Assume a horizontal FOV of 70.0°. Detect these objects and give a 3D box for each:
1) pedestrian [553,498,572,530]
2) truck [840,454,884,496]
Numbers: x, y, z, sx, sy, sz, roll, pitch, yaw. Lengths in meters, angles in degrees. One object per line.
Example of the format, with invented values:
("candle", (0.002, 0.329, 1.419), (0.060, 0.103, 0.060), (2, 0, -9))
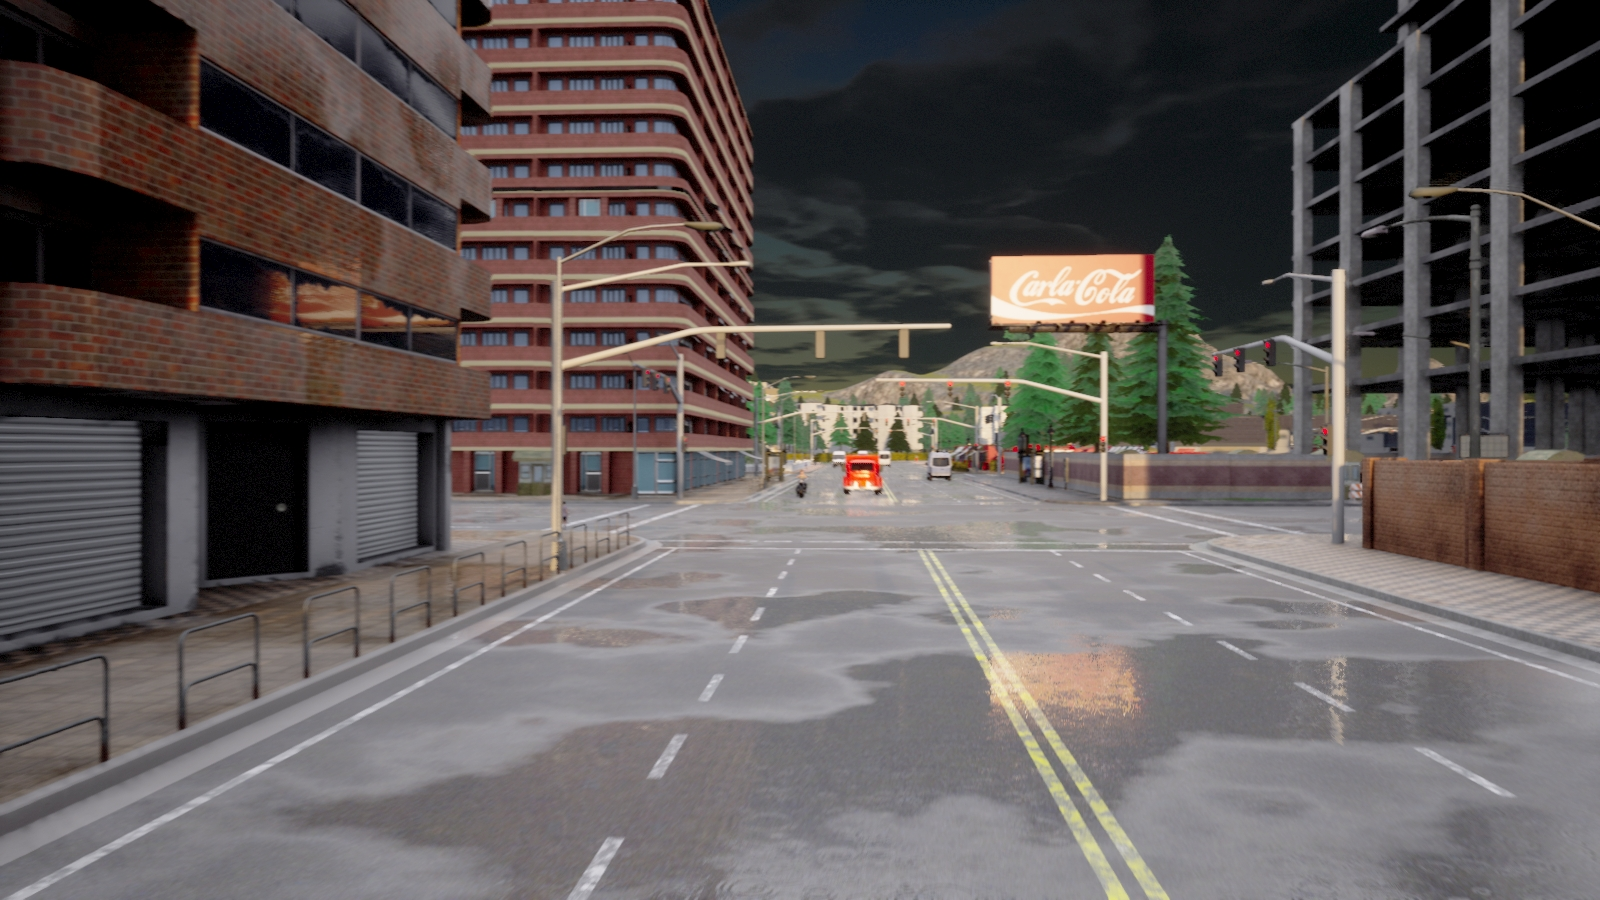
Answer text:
("pedestrian", (-8.190, 2.206, 39.425), (0.500, 1.100, 0.500), (0, 0, 8))
("truck", (3.906, 1.537, 71.552), (2.627, 2.467, 5.204), (0, 0, 4))
